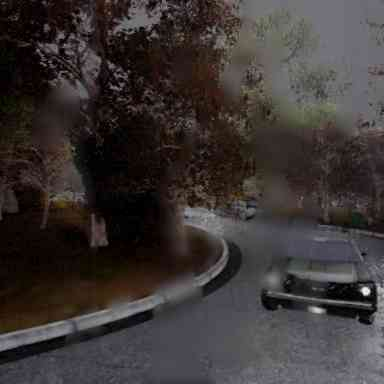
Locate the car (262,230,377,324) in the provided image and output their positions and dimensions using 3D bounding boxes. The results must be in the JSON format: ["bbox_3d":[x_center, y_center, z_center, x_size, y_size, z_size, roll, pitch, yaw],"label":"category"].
[{"bbox_3d":[2.888,1.618,7.550,1.895,1.301,4.718,1,1,22],"label":"car"}]

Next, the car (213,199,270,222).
[{"bbox_3d":[3.281,1.146,22.518,1.994,1.385,4.181,2,1,-32],"label":"car"}]
